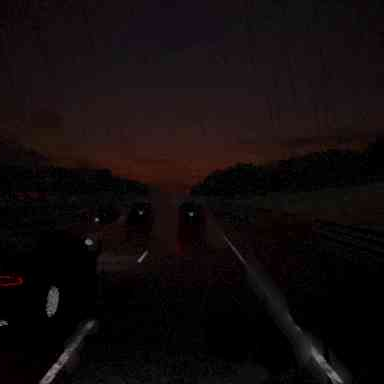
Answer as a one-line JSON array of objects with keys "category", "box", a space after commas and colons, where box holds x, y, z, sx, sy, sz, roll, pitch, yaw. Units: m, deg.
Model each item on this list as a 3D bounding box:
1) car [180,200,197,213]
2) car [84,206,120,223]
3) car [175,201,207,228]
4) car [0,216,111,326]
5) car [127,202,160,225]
[{"category": "car", "box": [-0.523, 1.821, 41.830, 2.033, 1.411, 5.357, 0, 0, -2]}, {"category": "car", "box": [-7.153, 1.781, 27.014, 1.895, 1.301, 4.718, 0, 0, -1]}, {"category": "car", "box": [-0.086, 1.513, 23.699, 2.097, 1.767, 4.553, 0, -1, -1]}, {"category": "car", "box": [-3.411, 1.526, 7.313, 1.882, 1.535, 5.008, 0, 0, 0]}, {"category": "car", "box": [-3.623, 1.524, 25.455, 2.097, 1.767, 4.553, 0, 0, -1]}]
